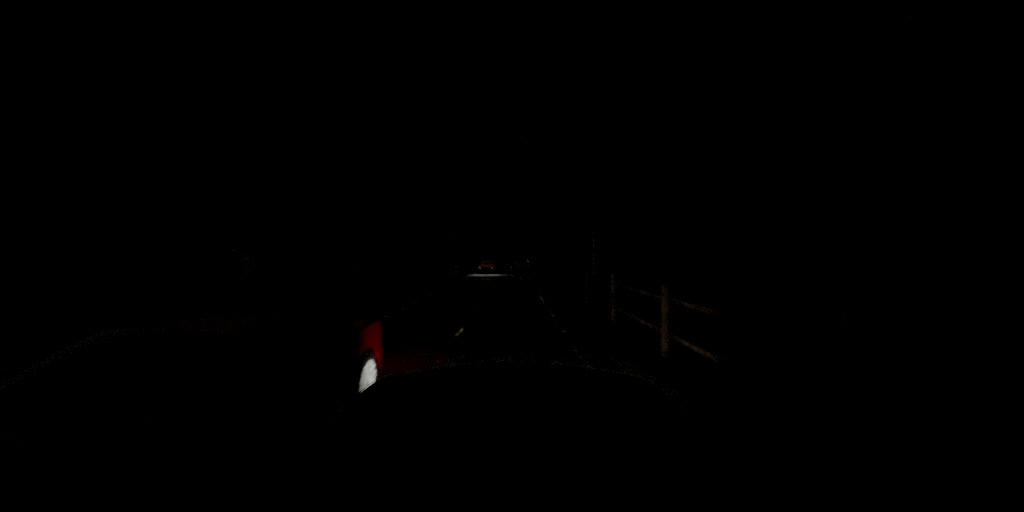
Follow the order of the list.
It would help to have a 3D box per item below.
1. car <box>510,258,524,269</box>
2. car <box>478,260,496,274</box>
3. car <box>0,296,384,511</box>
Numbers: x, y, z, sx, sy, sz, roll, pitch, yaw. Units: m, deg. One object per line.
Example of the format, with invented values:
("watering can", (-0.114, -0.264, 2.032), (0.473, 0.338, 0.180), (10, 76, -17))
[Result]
("car", (0.970, 1.219, 58.540), (1.801, 1.575, 5.366), (0, 0, 0))
("car", (-2.831, 1.227, 41.352), (1.882, 1.535, 5.008), (0, 0, 0))
("car", (-2.841, 1.227, 3.324), (1.882, 1.535, 5.008), (0, 0, 0))
